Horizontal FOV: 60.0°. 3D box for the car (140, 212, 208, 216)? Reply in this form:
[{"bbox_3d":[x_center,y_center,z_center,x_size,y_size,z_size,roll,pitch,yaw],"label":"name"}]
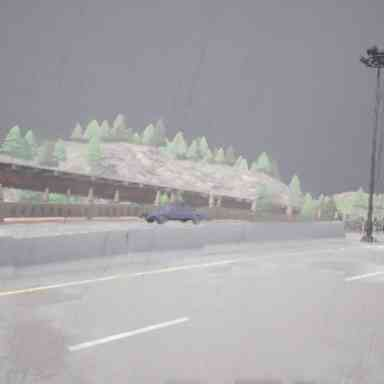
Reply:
[{"bbox_3d":[-1.189,1.572,24.518,5.357,1.411,2.033,3,-2,-35],"label":"car"}]
